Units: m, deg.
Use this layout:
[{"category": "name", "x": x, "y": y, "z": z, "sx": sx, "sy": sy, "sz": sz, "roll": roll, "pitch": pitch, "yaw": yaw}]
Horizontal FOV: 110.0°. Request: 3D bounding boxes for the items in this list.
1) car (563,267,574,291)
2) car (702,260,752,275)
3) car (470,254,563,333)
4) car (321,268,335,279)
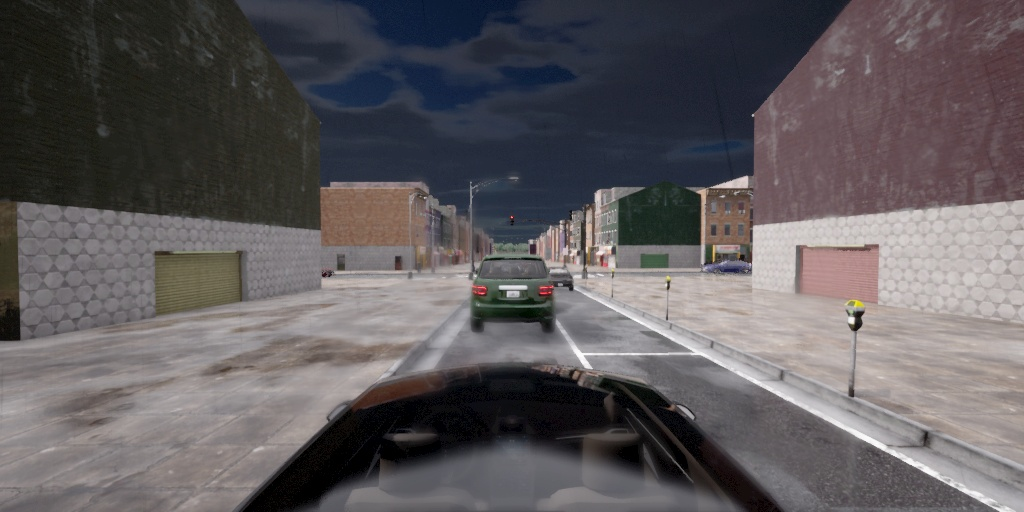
[{"category": "car", "x": 2.594, "y": 1.296, "z": 21.320, "sx": 2.007, "sy": 1.370, "sz": 4.403, "roll": 0, "pitch": 0, "yaw": 0}, {"category": "car", "x": 21.761, "y": 1.123, "z": 36.252, "sx": 4.674, "sy": 1.442, "sz": 1.812, "roll": 0, "pitch": 1, "yaw": 0}, {"category": "car", "x": 0.029, "y": 0.968, "z": 10.905, "sx": 2.150, "sy": 2.045, "sz": 5.566, "roll": 0, "pitch": 0, "yaw": 0}, {"category": "car", "x": -19.111, "y": 1.385, "z": 33.227, "sx": 5.008, "sy": 1.535, "sz": 1.882, "roll": 0, "pitch": 1, "yaw": 0}]
